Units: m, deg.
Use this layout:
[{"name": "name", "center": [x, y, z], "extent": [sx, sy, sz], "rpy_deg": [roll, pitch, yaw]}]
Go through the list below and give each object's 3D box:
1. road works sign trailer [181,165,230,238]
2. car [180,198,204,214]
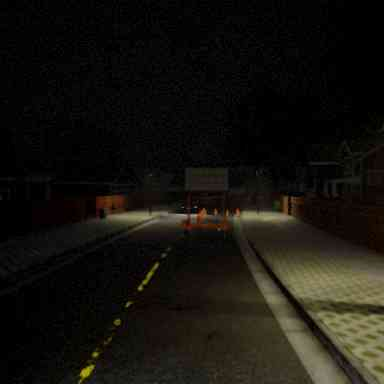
[{"name": "road works sign trailer", "center": [0.781, 0.405, 17.325], "extent": [2.380, 3.560, 2.880], "rpy_deg": [0, 0, 8]}, {"name": "car", "center": [0.054, 1.293, 32.753], "extent": [1.837, 1.490, 4.892], "rpy_deg": [0, 1, 9]}]
